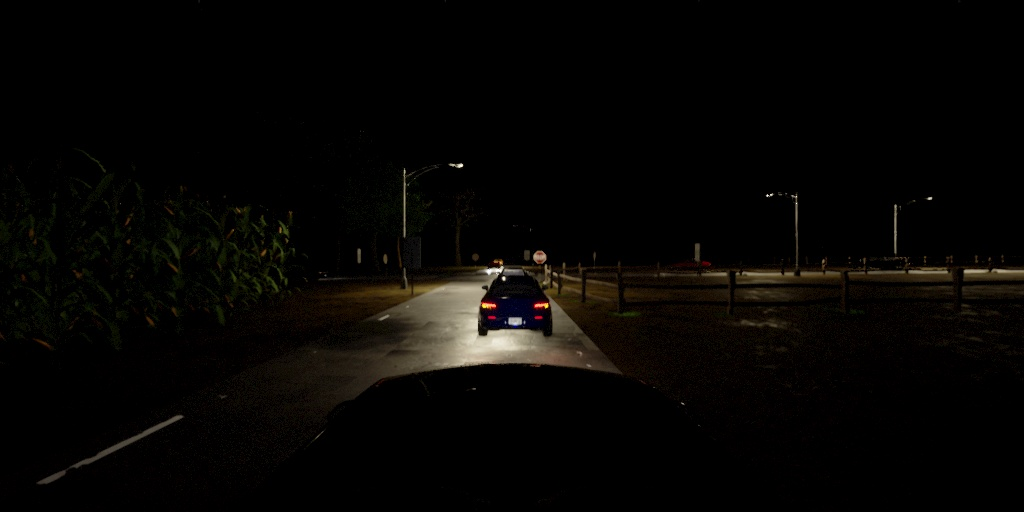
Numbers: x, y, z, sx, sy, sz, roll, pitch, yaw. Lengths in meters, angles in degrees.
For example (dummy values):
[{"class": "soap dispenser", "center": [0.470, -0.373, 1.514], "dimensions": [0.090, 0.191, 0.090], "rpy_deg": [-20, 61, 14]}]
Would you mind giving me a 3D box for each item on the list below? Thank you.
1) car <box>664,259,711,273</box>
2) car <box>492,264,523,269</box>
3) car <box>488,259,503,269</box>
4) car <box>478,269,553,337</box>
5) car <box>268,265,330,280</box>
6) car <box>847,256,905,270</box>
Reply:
[{"class": "car", "center": [18.551, 1.059, 37.924], "dimensions": [4.674, 1.442, 1.812], "rpy_deg": [-1, 1, 0]}, {"class": "car", "center": [0.062, 1.321, 20.452], "dimensions": [1.994, 1.385, 4.181], "rpy_deg": [0, 0, 0]}, {"class": "car", "center": [-2.844, 1.426, 57.135], "dimensions": [1.895, 1.301, 4.718], "rpy_deg": [0, 0, 0]}, {"class": "car", "center": [0.087, 1.275, 10.215], "dimensions": [1.812, 1.442, 4.674], "rpy_deg": [0, 0, 0]}, {"class": "car", "center": [-20.955, 1.563, 35.198], "dimensions": [5.357, 1.411, 2.033], "rpy_deg": [-1, 1, 0]}, {"class": "car", "center": [38.348, 0.776, 37.802], "dimensions": [5.008, 1.535, 1.882], "rpy_deg": [-1, 1, 1]}]
